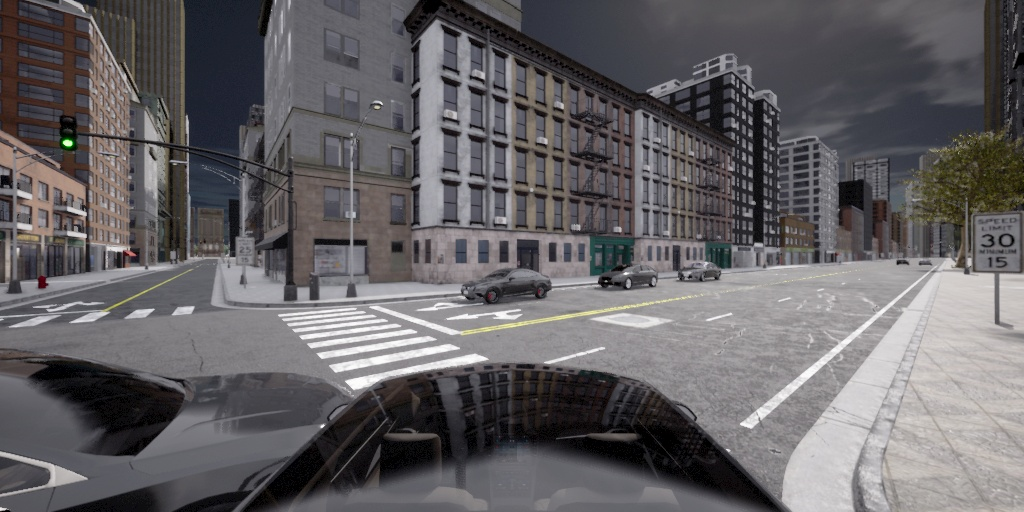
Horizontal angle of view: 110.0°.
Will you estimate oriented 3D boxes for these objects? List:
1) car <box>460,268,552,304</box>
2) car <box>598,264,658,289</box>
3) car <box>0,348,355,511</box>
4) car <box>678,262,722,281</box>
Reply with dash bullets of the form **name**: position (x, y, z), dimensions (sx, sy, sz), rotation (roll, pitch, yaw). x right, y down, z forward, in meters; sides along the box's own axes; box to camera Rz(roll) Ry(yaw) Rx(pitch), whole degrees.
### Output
- **car**: position (-0.152, 1.286, 16.676), dimensions (4.674, 1.442, 1.812), rotation (0, 0, -39)
- **car**: position (7.497, 1.257, 22.953), dimensions (4.892, 1.490, 1.837), rotation (0, 0, -39)
- **car**: position (-3.234, 1.257, 1.683), dimensions (4.892, 1.490, 1.837), rotation (0, 0, -35)
- **car**: position (15.463, 1.234, 29.477), dimensions (4.902, 1.511, 2.128), rotation (0, 0, -39)
